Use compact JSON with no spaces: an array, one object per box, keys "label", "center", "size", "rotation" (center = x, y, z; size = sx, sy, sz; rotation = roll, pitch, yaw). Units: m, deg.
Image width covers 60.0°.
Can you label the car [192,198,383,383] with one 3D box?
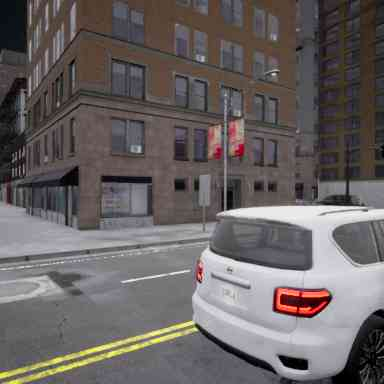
[{"label":"car","center":[2.618,1.222,5.294],"size":[5.566,2.045,2.150],"rotation":[0,0,-35]}]

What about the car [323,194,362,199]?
[{"label":"car","center":[15.486,1.235,35.599],"size":[2.150,2.045,5.566],"rotation":[0,0,-32]}]
